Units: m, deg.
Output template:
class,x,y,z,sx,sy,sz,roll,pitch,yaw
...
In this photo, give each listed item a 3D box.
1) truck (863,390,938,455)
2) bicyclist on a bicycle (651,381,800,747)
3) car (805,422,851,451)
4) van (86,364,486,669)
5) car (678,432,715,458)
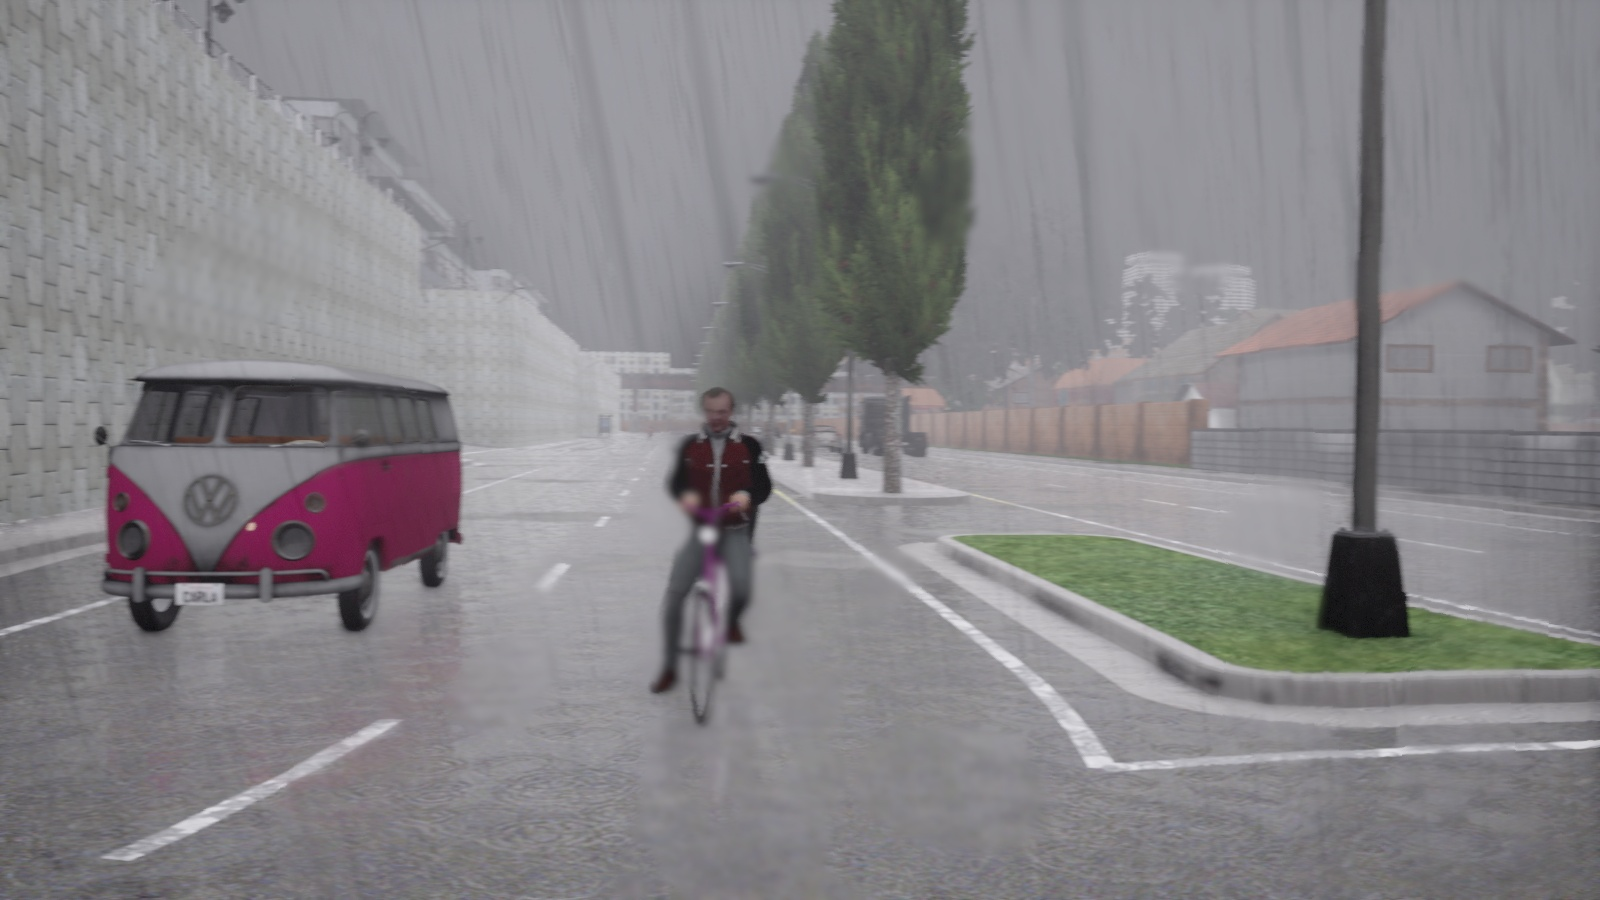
class,x,y,z,sx,sy,sz,roll,pitch,yaw
truck,5.579,-1.550,71.196,2.891,3.462,7.936,-1,1,-5
bicyclist on a bicycle,-0.360,0.542,7.017,0.659,1.776,1.843,-1,1,1
car,1.644,-0.835,75.811,2.152,1.651,5.027,-1,1,-5
van,-3.936,0.395,10.511,1.775,1.987,4.442,-1,1,-4
car,-5.476,-0.279,66.055,1.895,1.301,4.718,0,0,-5
